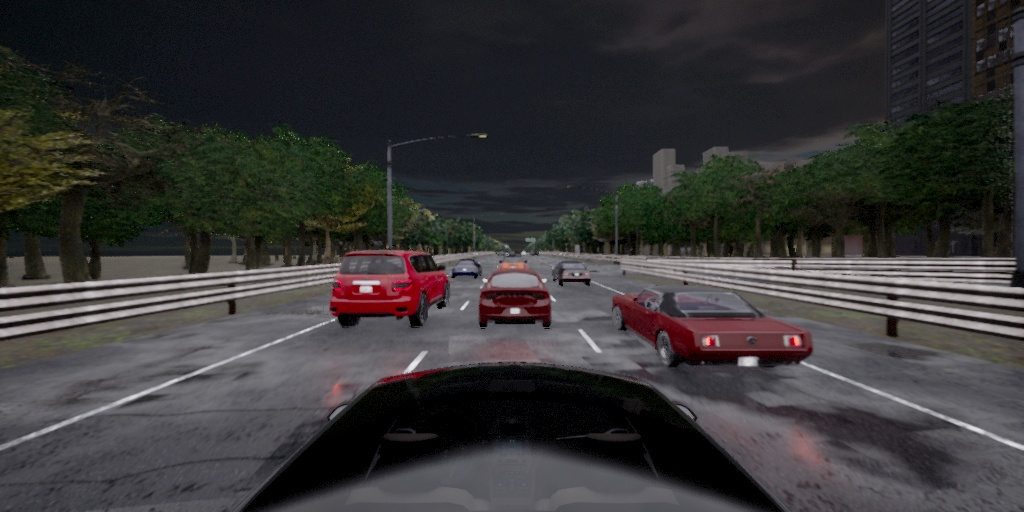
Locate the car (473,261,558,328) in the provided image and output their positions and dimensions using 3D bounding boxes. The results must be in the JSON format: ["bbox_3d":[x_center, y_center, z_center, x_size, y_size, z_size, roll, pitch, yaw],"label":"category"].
[{"bbox_3d":[0.083,1.106,10.950,1.882,1.535,5.008,0,1,0],"label":"car"}]

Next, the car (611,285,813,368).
[{"bbox_3d":[3.568,1.274,7.609,1.895,1.301,4.718,0,1,0],"label":"car"}]

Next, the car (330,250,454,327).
[{"bbox_3d":[-3.417,0.847,11.110,2.150,2.045,5.566,0,1,0],"label":"car"}]

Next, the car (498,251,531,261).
[{"bbox_3d":[0.090,0.730,26.934,2.097,1.767,4.553,0,1,0],"label":"car"}]

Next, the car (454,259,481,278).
[{"bbox_3d":[-3.407,0.928,27.751,1.994,1.385,4.181,0,1,0],"label":"car"}]

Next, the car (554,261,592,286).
[{"bbox_3d":[3.567,1.008,22.200,2.033,1.411,5.357,0,1,0],"label":"car"}]
